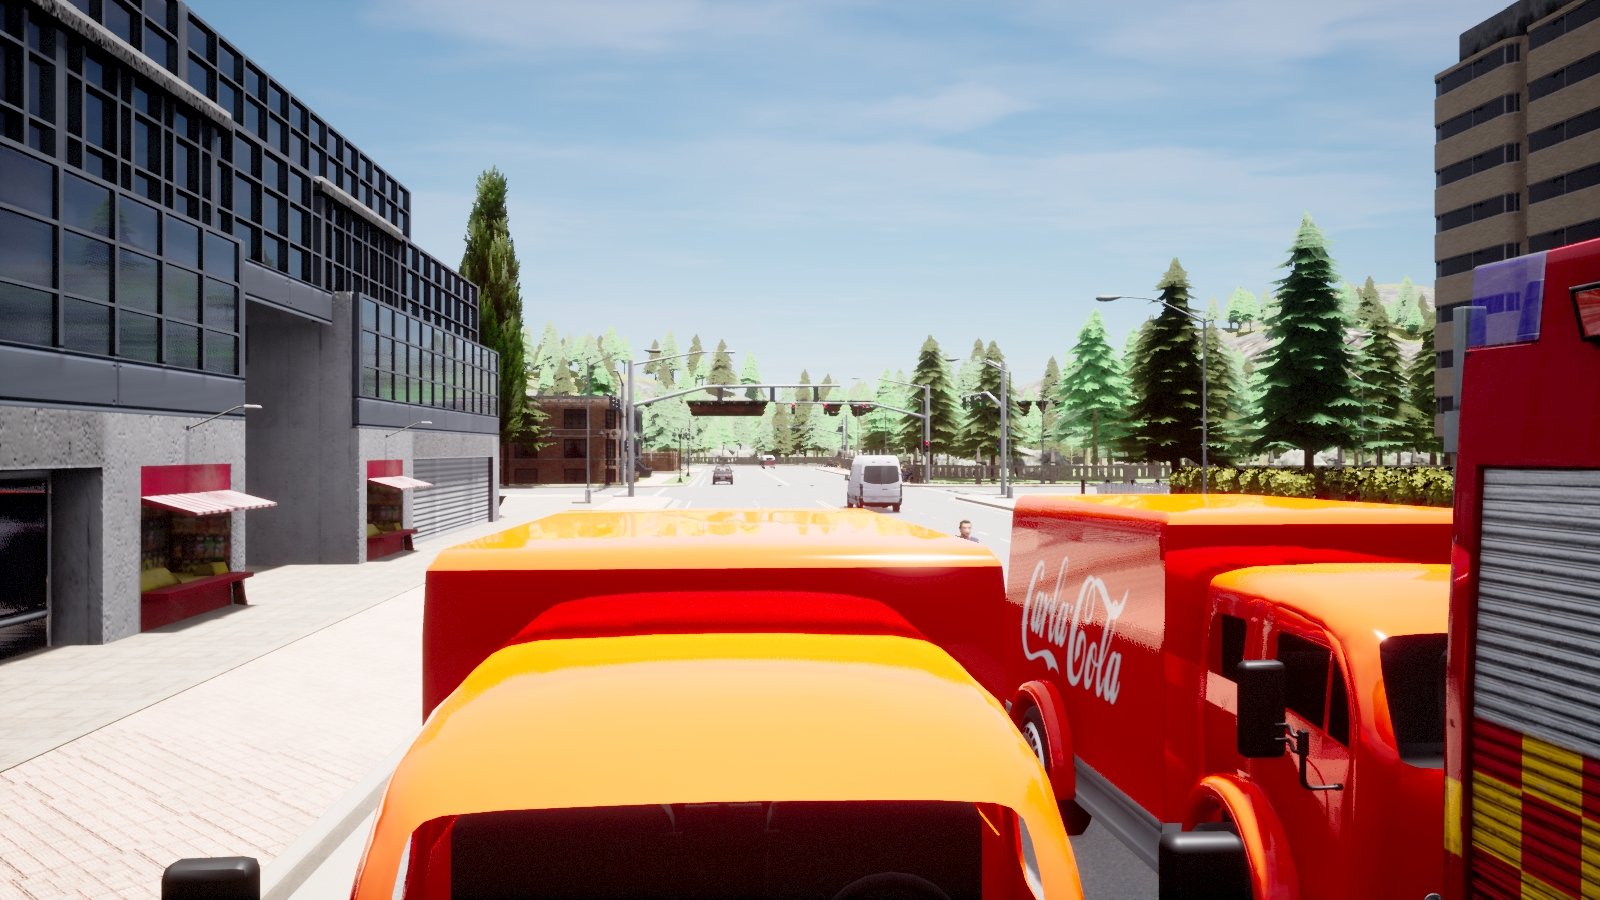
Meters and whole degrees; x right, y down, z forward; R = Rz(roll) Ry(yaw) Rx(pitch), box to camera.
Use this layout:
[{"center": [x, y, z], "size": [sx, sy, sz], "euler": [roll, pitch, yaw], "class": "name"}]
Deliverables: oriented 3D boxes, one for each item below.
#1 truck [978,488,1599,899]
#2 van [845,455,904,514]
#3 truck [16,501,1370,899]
[{"center": [3.003, 1.568, 7.234], "size": [2.627, 2.467, 5.204], "euler": [0, 0, -4], "class": "truck"}, {"center": [3.411, 1.534, 53.444], "size": [1.988, 2.561, 5.915], "euler": [0, 0, -4], "class": "van"}, {"center": [-0.347, 1.568, 4.821], "size": [2.627, 2.467, 5.204], "euler": [0, 0, -4], "class": "truck"}]
